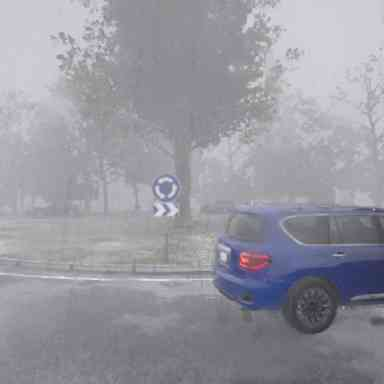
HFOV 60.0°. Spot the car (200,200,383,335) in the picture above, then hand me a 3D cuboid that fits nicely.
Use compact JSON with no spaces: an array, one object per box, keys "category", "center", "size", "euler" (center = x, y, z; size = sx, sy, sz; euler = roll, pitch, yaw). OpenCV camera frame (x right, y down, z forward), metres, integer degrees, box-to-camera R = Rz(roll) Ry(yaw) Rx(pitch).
[{"category":"car","center":[3.162,1.268,6.663],"size":[5.566,2.045,2.150],"euler":[0,0,-14]}]

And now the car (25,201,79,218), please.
[{"category":"car","center":[-13.548,1.679,32.355],"size":[1.882,1.535,5.008],"euler":[0,-1,42]}]

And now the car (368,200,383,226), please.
[{"category":"car","center":[14.782,1.517,23.640],"size":[2.097,1.767,4.553],"euler":[0,0,-1]}]
